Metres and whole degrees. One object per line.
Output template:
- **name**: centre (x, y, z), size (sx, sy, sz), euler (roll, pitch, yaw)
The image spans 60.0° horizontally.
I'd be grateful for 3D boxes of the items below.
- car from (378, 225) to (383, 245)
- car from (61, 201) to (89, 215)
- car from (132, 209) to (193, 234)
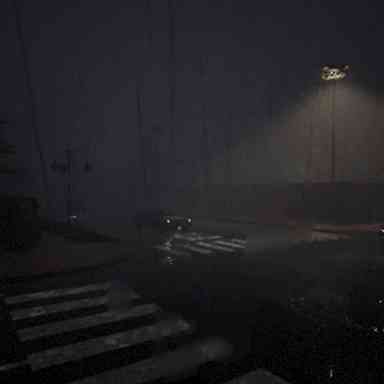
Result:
- **car**: centre (10.582, 1.720, 15.493), size (4.902, 1.511, 2.128), euler (1, -1, -35)
- **car**: centre (-12.971, 1.723, 36.641), size (2.033, 1.411, 5.357), euler (1, -1, -35)
- **car**: centre (-1.963, 1.741, 20.786), size (1.895, 1.301, 4.718), euler (1, -1, -35)
